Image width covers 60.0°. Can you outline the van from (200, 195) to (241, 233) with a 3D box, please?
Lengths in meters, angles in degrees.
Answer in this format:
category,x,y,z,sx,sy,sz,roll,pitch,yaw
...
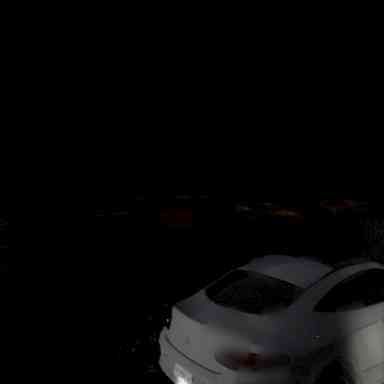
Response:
category,x,y,z,sx,sy,sz,roll,pitch,yaw
van,0.470,1.182,19.197,1.878,1.987,4.442,0,0,-35

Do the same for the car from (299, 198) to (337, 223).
category,x,y,z,sx,sy,sz,roll,pitch,yaw
car,7.333,1.378,23.937,2.097,1.535,5.008,0,0,-35

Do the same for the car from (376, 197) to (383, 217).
category,x,y,z,sx,sy,sz,roll,pitch,yaw
car,14.116,1.350,28.784,2.231,1.521,4.892,0,0,-35

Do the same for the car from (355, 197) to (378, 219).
category,x,y,z,sx,sy,sz,roll,pitch,yaw
car,11.860,1.358,27.164,2.097,1.535,5.008,0,0,-36

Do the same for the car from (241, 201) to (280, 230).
category,x,y,z,sx,sy,sz,roll,pitch,yaw
car,2.801,1.439,20.718,2.002,1.452,4.674,0,0,-35

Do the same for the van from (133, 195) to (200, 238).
category,x,y,z,sx,sy,sz,roll,pitch,yaw
van,-1.793,1.192,17.585,1.878,1.987,4.442,0,0,-35

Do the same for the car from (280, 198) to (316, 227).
category,x,y,z,sx,sy,sz,roll,pitch,yaw
car,5.173,1.385,22.178,1.946,1.575,5.366,0,0,-35

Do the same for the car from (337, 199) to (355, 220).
category,x,y,z,sx,sy,sz,roll,pitch,yaw
car,9.574,1.242,25.579,2.185,1.767,4.553,0,0,-35

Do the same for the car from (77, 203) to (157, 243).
category,x,y,z,sx,sy,sz,roll,pitch,yaw
car,-3.985,1.428,15.872,2.231,1.521,4.892,0,0,-35

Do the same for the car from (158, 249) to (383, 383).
category,x,y,z,sx,sy,sz,roll,pitch,yaw
car,1.792,1.514,4.414,4.674,1.442,1.812,0,0,-36
